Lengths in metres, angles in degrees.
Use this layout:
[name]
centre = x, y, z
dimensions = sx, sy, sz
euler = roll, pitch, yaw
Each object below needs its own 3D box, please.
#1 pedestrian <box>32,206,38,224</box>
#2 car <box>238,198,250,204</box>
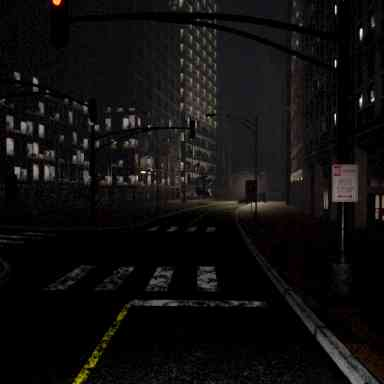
[pedestrian]
centre = -9.392, 1.345, 19.878
dimensions = 0.500, 1.100, 0.500
euler = 0, 0, 17
[car]
centre = 10.842, 1.864, 69.010
dimensions = 1.895, 1.301, 4.718
euler = 0, 0, 18
